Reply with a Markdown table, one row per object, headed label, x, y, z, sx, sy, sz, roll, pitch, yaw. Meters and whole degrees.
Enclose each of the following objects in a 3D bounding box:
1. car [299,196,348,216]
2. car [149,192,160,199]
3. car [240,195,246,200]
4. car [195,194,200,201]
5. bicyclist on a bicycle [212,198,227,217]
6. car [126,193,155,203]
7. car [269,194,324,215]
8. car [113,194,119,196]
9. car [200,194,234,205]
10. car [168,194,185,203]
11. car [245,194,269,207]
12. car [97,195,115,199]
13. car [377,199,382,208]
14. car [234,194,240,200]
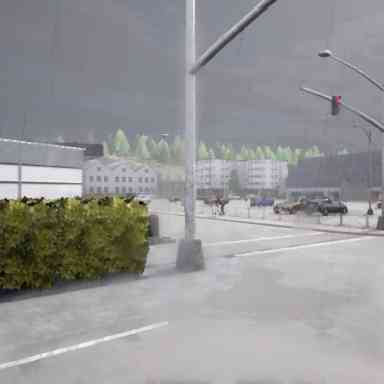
| label | x | y | z | sx | sy | sz | roll | pitch | yaw |
| --- | --- | --- | --- | --- | --- | --- | --- | --- | --- |
| car | 12.094 | 1.342 | 29.922 | 4.514 | 1.523 | 2.007 | 0 | 0 | -35 |
| car | -11.131 | 1.038 | 86.645 | 5.566 | 2.045 | 2.150 | 0 | 0 | -35 |
| car | 13.598 | 1.159 | 72.785 | 5.027 | 1.636 | 2.152 | 0 | 0 | -35 |
| car | 1.784 | 1.303 | 76.834 | 4.514 | 1.523 | 2.007 | 0 | 0 | -35 |
| bicyclist on a bicycle | 2.336 | 1.303 | 27.997 | 1.656 | 1.620 | 0.582 | 0 | 0 | -35 |
| car | -9.387 | 1.364 | 60.531 | 3.806 | 1.475 | 1.970 | 0 | 0 | -35 |
| car | 10.256 | 1.333 | 32.464 | 5.027 | 1.636 | 2.152 | 0 | 0 | -35 |
| car | -19.773 | 1.337 | 84.910 | 4.902 | 1.511 | 2.128 | 0 | 0 | -35 |
| car | 4.089 | 1.302 | 54.790 | 4.514 | 1.523 | 2.007 | 0 | 0 | -35 |
| car | -2.454 | 1.101 | 65.413 | 4.605 | 1.855 | 1.932 | 0 | 0 | -35 |
| car | 9.772 | 1.323 | 46.570 | 3.633 | 1.501 | 1.845 | 0 | 0 | -35 |
| car | -11.428 | 1.506 | 41.310 | 1.837 | 1.490 | 4.892 | 0 | 0 | -35 |
| car | 25.649 | 1.389 | 43.024 | 3.806 | 1.475 | 1.970 | 0 | 0 | -35 |
| car | 9.661 | 1.238 | 77.863 | 3.806 | 1.475 | 1.970 | 0 | 0 | -35 |
